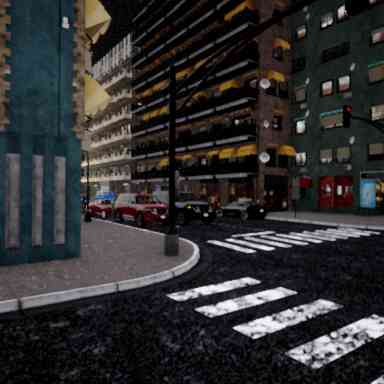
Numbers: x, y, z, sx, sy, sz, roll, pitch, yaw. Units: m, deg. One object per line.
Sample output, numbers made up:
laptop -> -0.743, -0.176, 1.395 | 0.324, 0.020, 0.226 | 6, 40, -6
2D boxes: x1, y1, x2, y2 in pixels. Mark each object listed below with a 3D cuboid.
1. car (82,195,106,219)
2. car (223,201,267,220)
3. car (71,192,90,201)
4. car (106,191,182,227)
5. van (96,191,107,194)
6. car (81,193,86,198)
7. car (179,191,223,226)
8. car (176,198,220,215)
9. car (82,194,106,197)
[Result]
car -> -6.348, 1.177, 24.915 | 1.887, 1.381, 4.507 | 2, 0, -36
car -> 3.729, 1.342, 25.273 | 1.947, 1.339, 4.313 | 2, 0, -36
car -> -19.097, 0.758, 56.886 | 1.887, 1.381, 4.507 | 2, 0, -36
car -> -3.081, 1.028, 20.399 | 2.192, 1.841, 5.009 | 2, 0, -36
van -> -12.571, 0.715, 47.855 | 1.690, 1.788, 3.998 | 2, 0, -36
car -> -15.868, 0.890, 47.896 | 1.994, 1.385, 4.181 | 1, 1, -35
car -> -0.808, 0.959, 21.649 | 2.150, 2.045, 5.566 | 1, 0, -36
car -> 0.468, 1.277, 29.789 | 1.802, 1.307, 4.206 | 2, 0, -36
car -> -8.986, 1.135, 32.977 | 1.895, 1.301, 4.718 | 1, 1, -36
